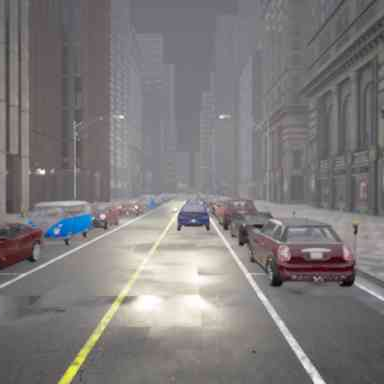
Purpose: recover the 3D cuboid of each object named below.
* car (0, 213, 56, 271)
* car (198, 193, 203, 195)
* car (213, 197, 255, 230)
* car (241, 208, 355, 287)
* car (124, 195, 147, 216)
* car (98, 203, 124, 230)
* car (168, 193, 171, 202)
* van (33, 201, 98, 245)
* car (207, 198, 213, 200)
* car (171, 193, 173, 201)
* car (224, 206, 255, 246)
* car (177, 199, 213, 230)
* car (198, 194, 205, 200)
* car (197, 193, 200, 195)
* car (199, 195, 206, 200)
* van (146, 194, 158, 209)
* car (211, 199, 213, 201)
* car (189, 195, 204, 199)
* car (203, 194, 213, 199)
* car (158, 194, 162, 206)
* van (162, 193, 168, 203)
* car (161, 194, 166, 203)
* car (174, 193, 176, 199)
[{"bbox_3d":[-5.768,1.530,9.289,1.887,1.381,4.507,0,0,0],"label":"car"},{"bbox_3d":[2.730,1.473,71.302,1.802,1.307,4.206,0,0,0],"label":"car"},{"bbox_3d":[2.751,1.280,20.575,2.192,1.841,5.009,0,0,0],"label":"car"},{"bbox_3d":[2.756,1.424,9.302,1.967,1.590,4.097,0,0,0],"label":"car"},{"bbox_3d":[-5.778,1.387,31.836,1.967,1.590,4.097,0,0,0],"label":"car"},{"bbox_3d":[-5.774,1.406,20.562,1.967,1.590,4.097,0,0,0],"label":"car"},{"bbox_3d":[-5.793,1.339,65.655,1.967,1.590,4.097,0,0,0],"label":"car"},{"bbox_3d":[-5.772,1.317,14.925,1.690,1.788,3.998,0,0,0],"label":"van"},{"bbox_3d":[2.747,1.512,31.848,1.947,1.339,4.313,0,0,0],"label":"car"},{"bbox_3d":[-5.796,1.207,71.292,2.192,1.841,5.009,0,0,0],"label":"car"},{"bbox_3d":[2.754,1.540,14.939,1.947,1.339,4.313,0,0,0],"label":"car"},{"bbox_3d":[0.089,1.442,20.852,1.882,1.535,5.008,0,0,0],"label":"car"},{"bbox_3d":[2.720,1.307,93.847,1.967,1.590,4.097,0,0,0],"label":"car"},{"bbox_3d":[2.725,1.459,82.574,1.802,1.307,4.206,0,0,0],"label":"car"},{"bbox_3d":[2.723,1.453,88.211,1.802,1.307,4.206,0,0,0],"label":"car"},{"bbox_3d":[-5.783,1.270,43.109,1.690,1.788,3.998,0,0,0],"label":"van"},{"bbox_3d":[2.749,1.500,26.212,1.887,1.381,4.507,0,0,0],"label":"car"},{"bbox_3d":[0.085,1.480,40.592,2.033,1.411,5.357,0,0,0],"label":"car"},{"bbox_3d":[2.742,1.368,43.119,1.967,1.590,4.097,0,0,0],"label":"car"},{"bbox_3d":[-5.785,1.446,48.576,1.752,1.417,4.829,0,0,0],"label":"car"},{"bbox_3d":[-5.791,1.246,60.018,1.690,1.788,3.998,0,0,0],"label":"van"},{"bbox_3d":[-5.788,1.463,54.382,2.008,1.369,4.403,0,0,0],"label":"car"},{"bbox_3d":[-5.800,1.444,82.565,1.947,1.339,4.313,0,0,0],"label":"car"}]
